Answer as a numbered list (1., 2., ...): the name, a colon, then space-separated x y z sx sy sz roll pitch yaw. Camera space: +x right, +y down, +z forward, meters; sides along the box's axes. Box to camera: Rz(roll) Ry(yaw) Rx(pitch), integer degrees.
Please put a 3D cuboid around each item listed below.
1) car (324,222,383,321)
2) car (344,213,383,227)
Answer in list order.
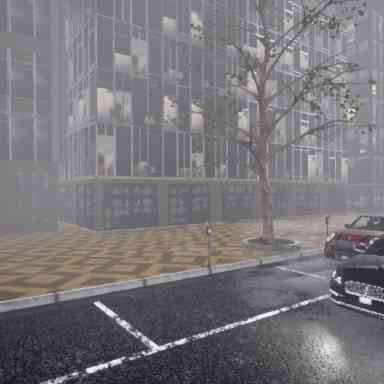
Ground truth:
1. car: 4.782 1.504 6.795 4.892 1.490 1.837 0 0 -36
2. car: 6.183 1.438 10.985 4.097 1.590 1.967 0 0 -36
